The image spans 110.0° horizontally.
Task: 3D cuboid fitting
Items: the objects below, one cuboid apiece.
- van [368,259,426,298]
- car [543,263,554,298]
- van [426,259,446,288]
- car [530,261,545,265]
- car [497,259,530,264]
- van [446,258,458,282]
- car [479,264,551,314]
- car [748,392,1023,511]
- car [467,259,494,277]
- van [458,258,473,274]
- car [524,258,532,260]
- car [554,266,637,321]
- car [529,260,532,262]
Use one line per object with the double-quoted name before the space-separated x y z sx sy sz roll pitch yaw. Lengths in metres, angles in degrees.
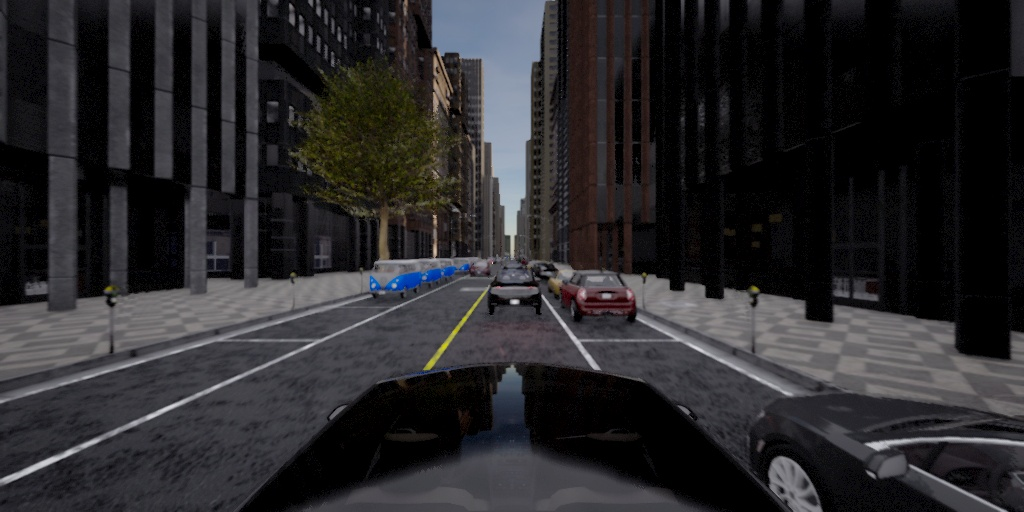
"van" -5.760 1.098 18.018 1.690 1.789 3.998 0 0 0
"car" 2.765 1.283 18.192 1.751 1.417 4.829 0 0 0
"van" -5.759 1.101 23.636 1.690 1.789 3.998 0 0 0
"car" 2.767 1.330 29.260 1.948 1.339 4.313 0 0 0
"car" 0.098 1.255 29.539 2.128 1.511 4.902 0 0 0
"van" -5.758 1.104 29.254 1.690 1.789 3.998 0 0 0
"car" 0.094 1.246 13.808 2.128 1.511 4.902 0 0 0
"car" 2.762 1.301 1.166 2.007 1.370 4.403 0 0 0
"car" -3.090 1.294 35.893 1.812 1.442 4.674 0 0 0
"van" -5.756 1.113 40.491 1.690 1.789 3.998 0 0 0
"car" 2.770 1.302 46.286 1.751 1.417 4.829 0 0 0
"car" 2.764 1.194 12.403 1.967 1.591 4.097 0 0 0
"car" 2.768 1.334 34.878 1.948 1.339 4.313 0 0 0
